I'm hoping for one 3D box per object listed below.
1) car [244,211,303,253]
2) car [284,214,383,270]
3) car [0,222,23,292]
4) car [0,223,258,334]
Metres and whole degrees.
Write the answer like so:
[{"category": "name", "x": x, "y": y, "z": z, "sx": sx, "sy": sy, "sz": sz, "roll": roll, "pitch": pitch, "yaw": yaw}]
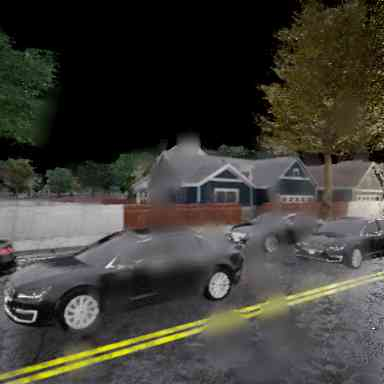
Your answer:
[{"category": "car", "x": 3.724, "y": 1.599, "z": 14.211, "sx": 4.902, "sy": 1.511, "sz": 2.128, "roll": 1, "pitch": 0, "yaw": -36}, {"category": "car", "x": 5.631, "y": 1.610, "z": 11.579, "sx": 4.892, "sy": 1.490, "sz": 1.837, "roll": 1, "pitch": 0, "yaw": -36}, {"category": "car", "x": -6.367, "y": 1.523, "z": 7.122, "sx": 4.674, "sy": 1.442, "sz": 1.812, "roll": 0, "pitch": 0, "yaw": -36}, {"category": "car", "x": -1.074, "y": 1.537, "z": 6.899, "sx": 4.892, "sy": 1.490, "sz": 1.837, "roll": 1, "pitch": 0, "yaw": -35}]
